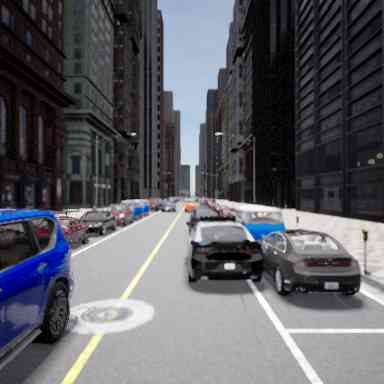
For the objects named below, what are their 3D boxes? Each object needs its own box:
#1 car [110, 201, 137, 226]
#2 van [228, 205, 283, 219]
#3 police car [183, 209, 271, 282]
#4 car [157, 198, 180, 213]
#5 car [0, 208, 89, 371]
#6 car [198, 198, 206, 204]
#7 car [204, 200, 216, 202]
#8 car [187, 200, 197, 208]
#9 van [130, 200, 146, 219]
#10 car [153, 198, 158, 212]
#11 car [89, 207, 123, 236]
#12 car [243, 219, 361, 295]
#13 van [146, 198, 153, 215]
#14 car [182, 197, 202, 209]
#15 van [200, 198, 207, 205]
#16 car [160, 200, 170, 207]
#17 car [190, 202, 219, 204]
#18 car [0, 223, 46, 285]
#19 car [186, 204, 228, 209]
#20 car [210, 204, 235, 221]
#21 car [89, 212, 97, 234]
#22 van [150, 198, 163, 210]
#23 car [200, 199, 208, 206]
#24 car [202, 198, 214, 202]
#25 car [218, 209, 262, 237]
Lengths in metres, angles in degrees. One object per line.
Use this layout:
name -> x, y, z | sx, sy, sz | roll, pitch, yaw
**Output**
car -> -5.751, 1.720, 25.671 | 1.967, 1.590, 4.097 | 0, -1, 0
van -> 2.768, 1.497, 14.411 | 1.690, 1.788, 3.998 | 0, -1, 0
police car -> 0.781, 1.537, 10.244 | 1.930, 1.638, 5.238 | 0, -1, -2
car -> -3.071, 1.985, 44.382 | 2.128, 1.511, 4.902 | 0, -1, 0
car -> -3.099, 1.260, 3.583 | 2.150, 2.045, 5.566 | 0, -1, 0
car -> 2.811, 2.522, 93.312 | 1.967, 1.590, 4.097 | 0, -1, 0
car -> 2.784, 2.018, 42.588 | 1.887, 1.381, 4.507 | 0, -1, 0
car -> 0.034, 2.196, 61.228 | 1.837, 1.490, 4.892 | 0, -1, 0
van -> -5.748, 1.685, 31.308 | 1.690, 1.788, 3.998 | 0, -1, 0
car -> -5.739, 1.853, 48.216 | 2.192, 1.841, 5.009 | 0, -1, 0
car -> -5.754, 1.783, 20.033 | 1.947, 1.339, 4.313 | 0, -1, 0
car -> 2.765, 1.646, 8.772 | 2.008, 1.369, 4.403 | 0, -1, 0
van -> -5.745, 1.749, 36.944 | 1.690, 1.788, 3.998 | 0, -1, 0
car -> 0.037, 1.879, 47.290 | 2.097, 1.767, 4.553 | 0, -1, 0
van -> 2.805, 2.285, 82.041 | 1.690, 1.788, 3.998 | 0, -1, 0
car -> -5.726, 2.350, 70.758 | 1.887, 1.381, 4.507 | 0, -1, 0
car -> 0.914, 1.792, 26.158 | 1.837, 1.490, 4.892 | 0, -1, 0
car -> -5.760, 1.660, 8.760 | 1.947, 1.339, 4.313 | 0, -1, 0
car -> 0.797, 1.697, 20.136 | 1.882, 1.535, 5.008 | 0, -1, -2
car -> 2.778, 1.895, 31.316 | 2.008, 1.369, 4.403 | 0, -1, 0
car -> -5.756, 1.737, 14.396 | 1.802, 1.307, 4.206 | 0, -1, 0
van -> -5.736, 1.945, 53.851 | 1.690, 1.788, 3.998 | 0, -1, 0
car -> 2.802, 2.402, 76.573 | 1.752, 1.417, 4.829 | 0, -1, 0
car -> 2.789, 1.919, 53.862 | 2.192, 1.841, 5.009 | 0, -1, 0
car -> 2.771, 1.769, 20.044 | 2.008, 1.369, 4.403 | 0, -1, 0
